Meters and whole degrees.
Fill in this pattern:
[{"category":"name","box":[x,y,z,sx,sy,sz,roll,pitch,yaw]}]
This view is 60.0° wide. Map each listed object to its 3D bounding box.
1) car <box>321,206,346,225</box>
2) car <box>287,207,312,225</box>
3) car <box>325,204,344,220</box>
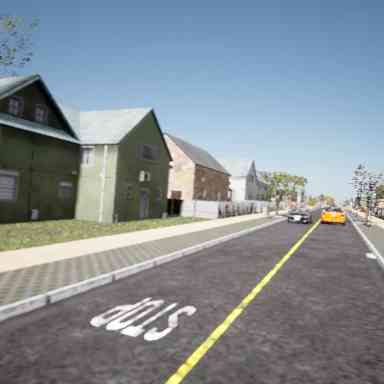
[{"category":"car","box":[14.112,2.260,33.083,2.097,1.767,4.553,3,0,24]},{"category":"car","box":[10.193,2.165,31.274,2.128,1.511,4.902,3,0,24]},{"category":"car","box":[18.671,2.581,43.609,2.097,1.767,4.553,3,0,24]}]
